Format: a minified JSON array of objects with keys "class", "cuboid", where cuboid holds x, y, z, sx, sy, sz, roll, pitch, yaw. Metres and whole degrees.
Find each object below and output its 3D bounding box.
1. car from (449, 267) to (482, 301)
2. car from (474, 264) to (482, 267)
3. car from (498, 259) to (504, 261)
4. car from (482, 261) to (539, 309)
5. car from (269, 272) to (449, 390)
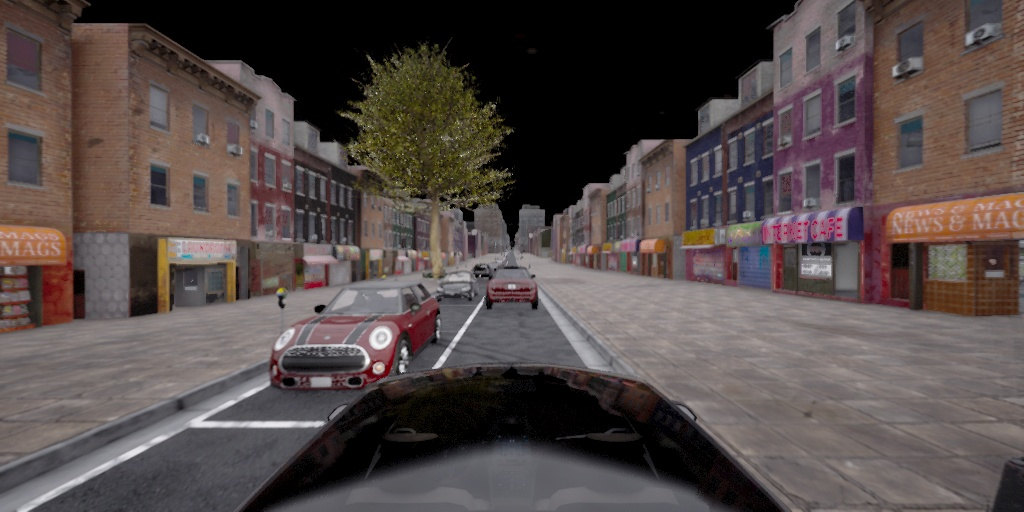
[{"class":"car","cuboid":[-2.637,1.436,18.023,2.007,1.370,4.403,0,0,0]},{"class":"car","cuboid":[-2.747,1.481,33.407,1.837,1.490,4.892,0,0,0]},{"class":"car","cuboid":[-2.633,1.624,56.780,1.948,1.339,4.313,0,0,0]},{"class":"car","cuboid":[0.004,1.220,15.924,2.097,1.767,4.553,0,-1,0]},{"class":"car","cuboid":[-2.638,1.237,6.952,1.967,1.591,4.097,0,0,0]}]
